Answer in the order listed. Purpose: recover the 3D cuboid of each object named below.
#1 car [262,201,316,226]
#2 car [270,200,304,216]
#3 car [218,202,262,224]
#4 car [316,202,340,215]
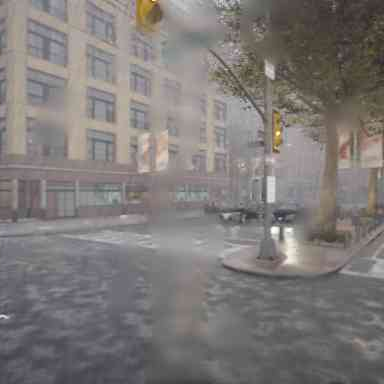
[{"bbox_3d":[6.911,1.568,23.399,1.994,1.385,4.181,0,0,35],"label":"car"},{"bbox_3d":[9.557,1.571,33.157,1.994,1.385,4.181,0,0,36],"label":"car"},{"bbox_3d":[3.784,1.499,25.025,2.128,1.511,4.902,0,0,36],"label":"car"},{"bbox_3d":[12.753,1.530,31.605,1.812,1.442,4.674,0,0,35],"label":"car"}]
